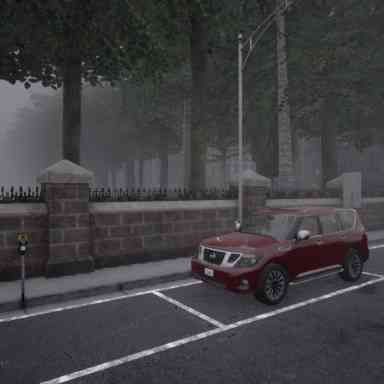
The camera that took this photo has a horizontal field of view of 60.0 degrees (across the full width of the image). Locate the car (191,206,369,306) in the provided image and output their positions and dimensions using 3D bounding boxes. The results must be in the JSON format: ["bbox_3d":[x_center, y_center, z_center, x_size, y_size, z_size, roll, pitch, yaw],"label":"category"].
[{"bbox_3d":[2.393,1.314,8.238,5.009,1.841,2.192,0,0,-35],"label":"car"}]
